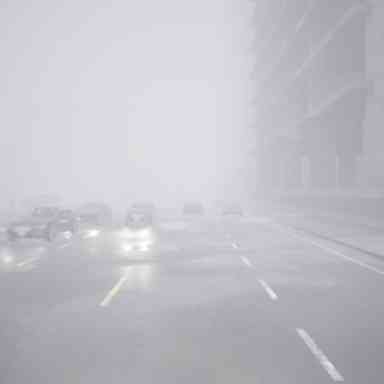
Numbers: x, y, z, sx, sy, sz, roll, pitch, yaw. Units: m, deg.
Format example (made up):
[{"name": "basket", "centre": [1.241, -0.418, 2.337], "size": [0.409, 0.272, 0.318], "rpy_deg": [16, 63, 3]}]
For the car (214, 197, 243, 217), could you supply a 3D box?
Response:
[{"name": "car", "centre": [3.499, 1.477, 30.482], "size": [2.033, 1.411, 5.357], "rpy_deg": [0, 0, 0]}]

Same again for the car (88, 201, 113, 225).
[{"name": "car", "centre": [-7.002, 1.444, 23.619], "size": [1.882, 1.535, 5.008], "rpy_deg": [0, 0, 0]}]

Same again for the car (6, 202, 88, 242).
[{"name": "car", "centre": [-7.025, 1.455, 16.185], "size": [2.128, 1.511, 4.902], "rpy_deg": [0, 0, 0]}]

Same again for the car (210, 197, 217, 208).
[{"name": "car", "centre": [3.533, 1.373, 45.076], "size": [1.882, 1.535, 5.008], "rpy_deg": [0, 0, 0]}]

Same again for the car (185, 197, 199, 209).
[{"name": "car", "centre": [0.030, 1.422, 44.723], "size": [1.812, 1.442, 4.674], "rpy_deg": [0, 0, 0]}]

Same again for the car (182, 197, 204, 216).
[{"name": "car", "centre": [0.096, 1.405, 31.240], "size": [1.882, 1.535, 5.008], "rpy_deg": [0, 0, 0]}]

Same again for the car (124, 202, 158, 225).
[{"name": "car", "centre": [-3.502, 1.454, 23.620], "size": [2.128, 1.511, 4.902], "rpy_deg": [0, 0, 0]}]
